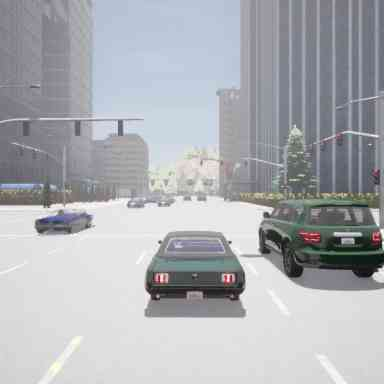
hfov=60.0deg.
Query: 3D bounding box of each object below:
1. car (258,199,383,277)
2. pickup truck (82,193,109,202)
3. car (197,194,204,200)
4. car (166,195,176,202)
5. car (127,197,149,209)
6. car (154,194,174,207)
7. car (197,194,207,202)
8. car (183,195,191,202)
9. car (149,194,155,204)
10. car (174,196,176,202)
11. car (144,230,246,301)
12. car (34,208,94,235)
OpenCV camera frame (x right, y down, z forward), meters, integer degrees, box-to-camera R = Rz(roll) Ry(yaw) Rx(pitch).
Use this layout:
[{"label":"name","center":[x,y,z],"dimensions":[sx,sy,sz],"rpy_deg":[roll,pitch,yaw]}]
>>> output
[{"label":"car","center":[3.585,1.221,10.330],"dimensions":[2.150,2.045,5.566],"rpy_deg":[0,0,0]},{"label":"pickup truck","center":[-21.173,1.058,73.355],"dimensions":[2.390,2.098,6.274],"rpy_deg":[0,0,30]},{"label":"car","center":[2.227,1.386,89.046],"dimensions":[1.882,1.535,5.008],"rpy_deg":[0,0,-1]},{"label":"car","center":[-4.555,1.478,73.655],"dimensions":[1.882,1.535,5.008],"rpy_deg":[0,0,-1]},{"label":"car","center":[-7.823,1.491,46.597],"dimensions":[2.128,1.511,4.902],"rpy_deg":[0,0,1]},{"label":"car","center":[-4.340,1.491,52.258],"dimensions":[2.128,1.511,4.902],"rpy_deg":[0,0,-1]},{"label":"car","center":[2.373,1.348,78.765],"dimensions":[2.097,1.767,4.553],"rpy_deg":[0,0,-1]},{"label":"car","center":[-1.122,1.500,78.496],"dimensions":[1.837,1.490,4.892],"rpy_deg":[0,0,-1]},{"label":"car","center":[-7.955,1.565,63.167],"dimensions":[1.994,1.385,4.181],"rpy_deg":[0,0,0]},{"label":"car","center":[-4.456,1.492,62.532],"dimensions":[2.128,1.511,4.902],"rpy_deg":[0,0,0]},{"label":"car","center":[0.074,1.601,8.301],"dimensions":[1.895,1.301,4.718],"rpy_deg":[0,0,0]},{"label":"car","center":[-7.170,1.601,19.039],"dimensions":[1.895,1.301,4.718],"rpy_deg":[0,0,-1]}]
